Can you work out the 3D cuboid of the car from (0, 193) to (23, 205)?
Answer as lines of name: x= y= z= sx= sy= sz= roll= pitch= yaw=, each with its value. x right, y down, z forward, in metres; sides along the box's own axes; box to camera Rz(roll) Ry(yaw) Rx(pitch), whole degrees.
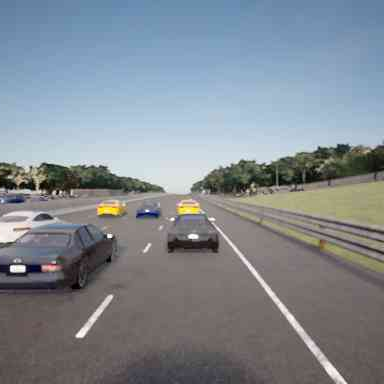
car: x=-25.390 y=1.182 z=46.474 sx=2.150 sy=2.045 sz=5.566 roll=0 pitch=0 yaw=-1

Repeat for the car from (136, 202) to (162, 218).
car: x=-3.813 y=1.553 z=29.944 sx=1.994 sy=1.385 sz=4.181 roll=0 pitch=0 yaw=-1

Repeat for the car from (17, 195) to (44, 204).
car: x=-21.894 y=1.510 z=46.646 sx=2.033 sy=1.411 sz=5.357 roll=0 pitch=0 yaw=-1

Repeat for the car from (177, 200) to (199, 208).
car: x=-0.333 y=1.467 z=30.855 sx=1.882 sy=1.535 sz=5.008 roll=0 pitch=0 yaw=-1

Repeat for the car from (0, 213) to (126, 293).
car: x=-3.418 y=1.546 z=9.010 sx=2.033 sy=1.411 sz=5.357 roll=0 pitch=0 yaw=0

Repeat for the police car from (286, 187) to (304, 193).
police car: x=23.151 y=-0.246 z=75.068 sx=1.930 sy=1.638 sz=5.238 roll=0 pitch=-4 yaw=-15

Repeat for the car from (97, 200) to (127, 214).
car: x=-7.335 y=1.464 z=30.863 sx=1.882 sy=1.535 sz=5.008 roll=0 pitch=0 yaw=-1

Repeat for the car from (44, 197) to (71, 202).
car: x=-18.397 y=1.455 z=46.723 sx=2.128 sy=1.511 sz=4.902 roll=0 pitch=0 yaw=-1

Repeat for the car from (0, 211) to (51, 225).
car: x=-6.983 y=1.523 z=14.374 sx=1.812 sy=1.442 sz=4.674 roll=0 pitch=0 yaw=-1

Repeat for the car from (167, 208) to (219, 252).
car: x=0.020 y=1.563 z=13.898 sx=1.994 sy=1.385 sz=4.181 roll=0 pitch=0 yaw=-1
